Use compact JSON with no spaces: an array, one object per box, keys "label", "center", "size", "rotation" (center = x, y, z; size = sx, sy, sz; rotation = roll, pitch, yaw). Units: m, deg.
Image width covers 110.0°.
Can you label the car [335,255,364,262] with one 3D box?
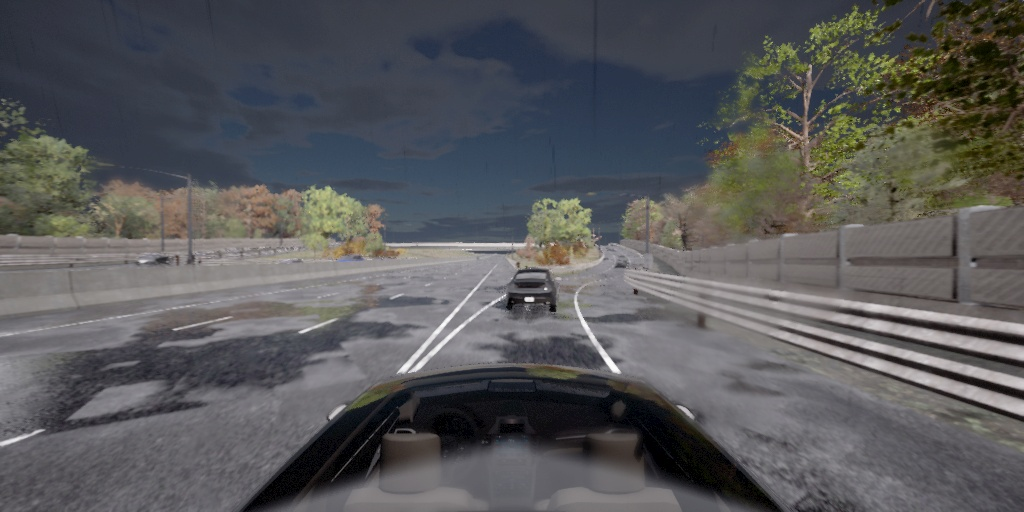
[{"label":"car","center":[-22.070,0.881,48.790],"size":[2.150,2.045,5.566],"rotation":[0,0,-1]}]

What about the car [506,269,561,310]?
[{"label":"car","center":[0.948,1.272,14.758],"size":[1.837,1.490,4.892],"rotation":[-1,-1,8]}]

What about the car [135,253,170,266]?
[{"label":"car","center":[-43.608,0.445,43.611],"size":[2.128,1.511,4.902],"rotation":[0,1,-25]}]

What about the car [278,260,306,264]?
[{"label":"car","center":[-29.044,1.179,47.160],"size":[2.033,1.411,5.357],"rotation":[0,0,-1]}]
